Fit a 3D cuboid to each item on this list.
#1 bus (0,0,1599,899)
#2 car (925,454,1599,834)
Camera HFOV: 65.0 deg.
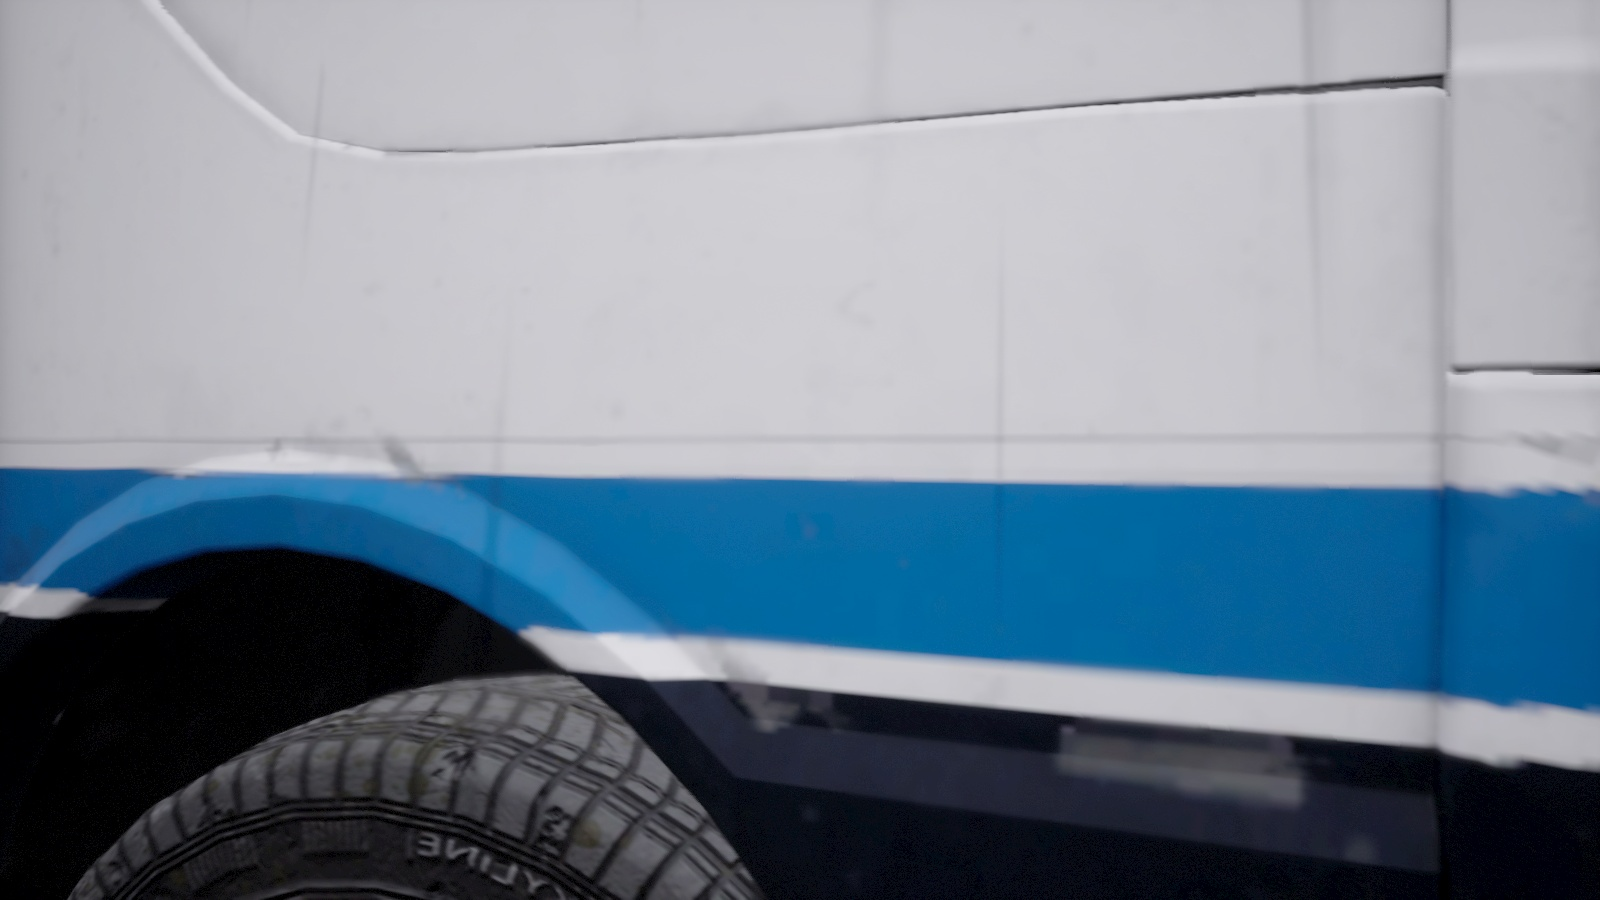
[{"bbox_3d":[-2.475,-0.620,4.028,10.273,4.253,3.944,1,1,26],"label":"bus"},{"bbox_3d":[3.044,0.778,5.894,4.674,1.442,1.812,0,1,14],"label":"car"}]
